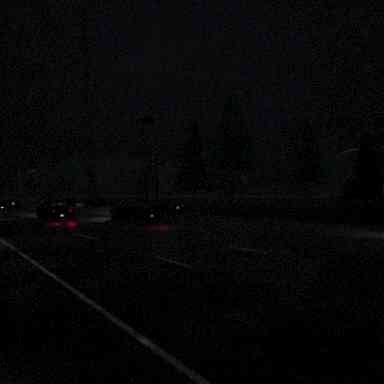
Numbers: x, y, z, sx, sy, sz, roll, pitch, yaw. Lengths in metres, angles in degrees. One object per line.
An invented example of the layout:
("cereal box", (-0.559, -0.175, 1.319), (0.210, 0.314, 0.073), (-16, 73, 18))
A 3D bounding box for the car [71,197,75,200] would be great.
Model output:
("car", (-18.195, 1.304, 47.465), (1.882, 1.535, 5.008), (0, 0, -38))

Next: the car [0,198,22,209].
("car", (-23.146, 1.397, 42.428), (1.994, 1.385, 4.181), (0, 0, -38))

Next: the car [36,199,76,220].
("car", (-11.363, 1.499, 27.328), (1.895, 1.301, 4.718), (0, 0, -38))

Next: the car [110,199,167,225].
("car", (-4.155, 1.399, 23.778), (1.882, 1.535, 5.008), (0, 0, -38))

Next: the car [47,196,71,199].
("car", (-16.597, 1.400, 39.724), (2.033, 1.411, 5.357), (0, 0, -38))

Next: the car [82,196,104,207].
("car", (-14.412, 1.322, 48.305), (2.128, 1.511, 4.902), (0, 0, -38))

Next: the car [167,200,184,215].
("car", (-2.583, 1.460, 33.143), (1.994, 1.385, 4.181), (0, 0, -38))

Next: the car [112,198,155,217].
("car", (-5.620, 1.374, 31.345), (1.882, 1.535, 5.008), (0, 0, -38))
